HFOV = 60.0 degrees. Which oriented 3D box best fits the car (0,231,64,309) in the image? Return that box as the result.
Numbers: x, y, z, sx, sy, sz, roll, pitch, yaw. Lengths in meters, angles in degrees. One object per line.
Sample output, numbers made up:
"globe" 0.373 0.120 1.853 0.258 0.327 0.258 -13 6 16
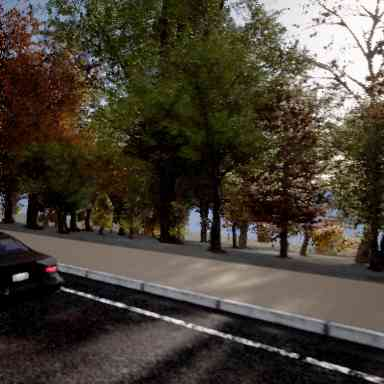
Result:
"car" -5.049 1.531 7.289 5.357 1.411 2.033 0 0 36
